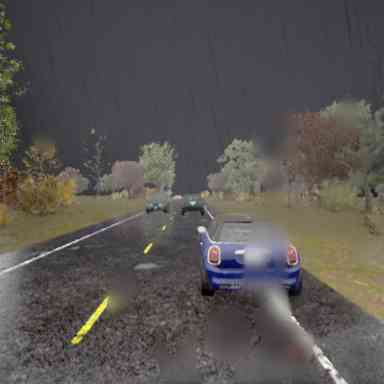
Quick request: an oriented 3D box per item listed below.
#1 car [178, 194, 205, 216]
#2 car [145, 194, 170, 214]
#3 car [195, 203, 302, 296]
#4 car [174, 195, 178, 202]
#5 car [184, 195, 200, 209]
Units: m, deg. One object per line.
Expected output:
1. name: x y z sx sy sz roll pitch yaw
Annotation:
1. car: 0.084 1.205 33.043 2.150 2.045 5.566 0 0 0
2. car: -3.570 1.209 35.436 2.150 2.045 5.566 0 0 0
3. car: 1.233 1.339 8.758 2.097 1.767 4.553 0 0 0
4. car: -3.436 1.548 81.182 1.882 1.535 5.008 0 0 0
5. car: 0.073 1.358 45.956 2.097 1.767 4.553 0 0 1
